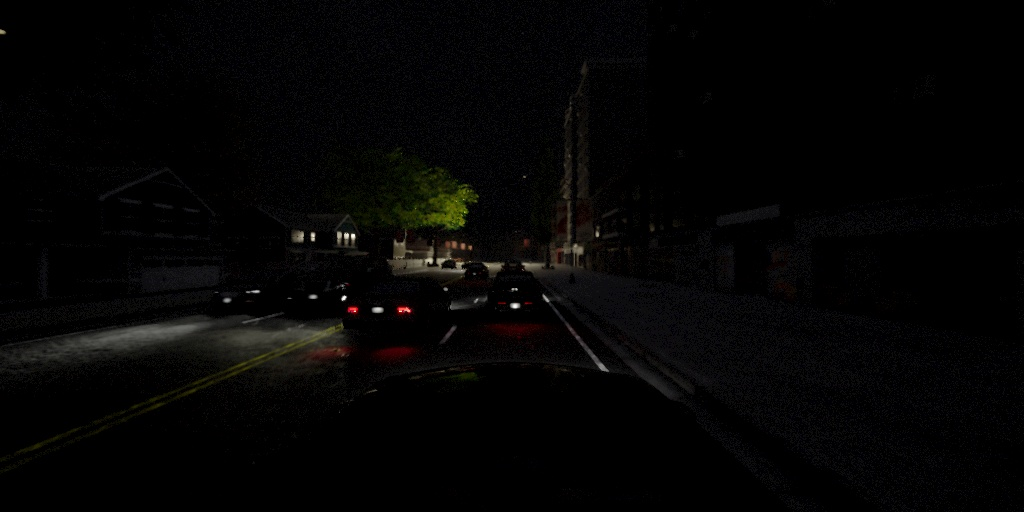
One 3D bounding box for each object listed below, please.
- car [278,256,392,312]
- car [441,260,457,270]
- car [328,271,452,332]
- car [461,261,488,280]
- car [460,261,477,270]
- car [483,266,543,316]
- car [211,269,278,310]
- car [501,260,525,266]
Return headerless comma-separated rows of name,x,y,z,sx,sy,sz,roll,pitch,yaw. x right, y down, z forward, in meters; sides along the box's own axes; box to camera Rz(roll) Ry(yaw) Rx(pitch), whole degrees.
car,-6.601,1.003,14.668,2.150,2.045,5.566,0,0,0
car,-9.825,1.347,55.882,1.837,1.490,4.892,0,0,0
car,-3.151,1.321,10.921,2.033,1.411,5.357,0,0,0
car,-3.155,1.341,32.400,1.812,1.442,4.674,0,0,0
car,-6.580,1.442,54.643,1.895,1.301,4.718,0,0,0
car,0.098,1.284,13.454,1.837,1.490,4.892,0,0,0
car,-9.851,1.273,14.857,2.128,1.511,4.902,0,0,0
car,0.095,1.166,31.110,2.097,1.767,4.553,0,0,0
